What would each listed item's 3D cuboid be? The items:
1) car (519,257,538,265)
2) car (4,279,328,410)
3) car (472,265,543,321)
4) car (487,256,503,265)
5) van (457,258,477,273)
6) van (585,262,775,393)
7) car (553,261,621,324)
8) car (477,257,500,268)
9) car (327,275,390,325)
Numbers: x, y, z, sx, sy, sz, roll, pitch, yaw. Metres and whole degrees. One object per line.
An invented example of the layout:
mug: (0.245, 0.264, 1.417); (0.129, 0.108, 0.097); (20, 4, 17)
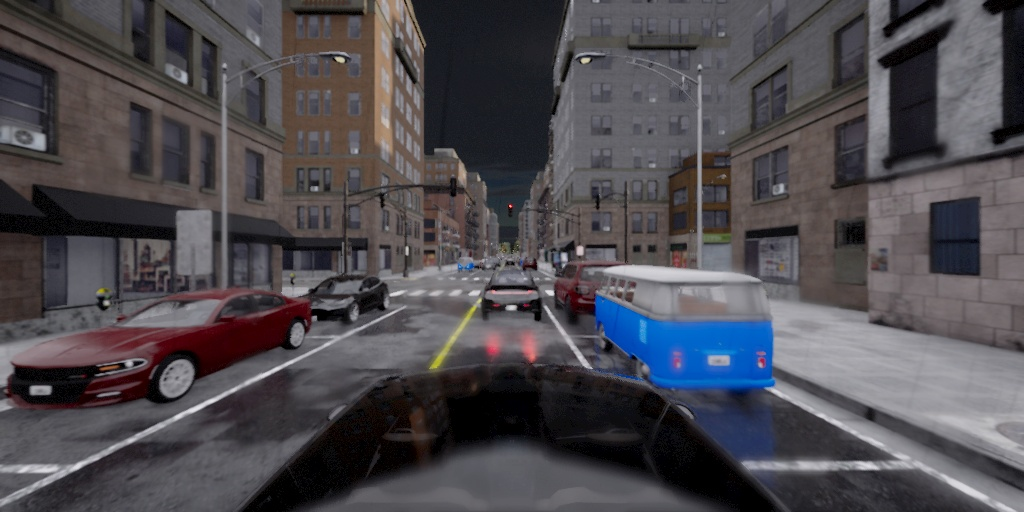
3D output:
car: (2.451, 1.042, 49.281); (2.192, 1.841, 5.009); (0, 0, 0)
car: (-5.406, 1.296, 6.355); (1.888, 1.381, 4.507); (0, 0, 0)
car: (-0.006, 1.238, 12.435); (2.128, 1.511, 4.902); (0, 0, 0)
car: (-3.125, 1.073, 65.135); (2.097, 1.767, 4.553); (0, 0, 0)
van: (-5.632, 1.074, 43.829); (1.690, 1.789, 3.998); (0, 0, 0)
van: (2.619, 1.088, 6.399); (1.690, 1.789, 3.998); (0, 0, 0)
car: (2.589, 1.060, 11.910); (2.192, 1.841, 5.009); (0, 0, 0)
car: (-3.080, 1.221, 48.567); (2.128, 1.511, 4.902); (0, 0, 0)
car: (-5.436, 1.314, 11.866); (1.948, 1.339, 4.313); (0, 0, 0)
